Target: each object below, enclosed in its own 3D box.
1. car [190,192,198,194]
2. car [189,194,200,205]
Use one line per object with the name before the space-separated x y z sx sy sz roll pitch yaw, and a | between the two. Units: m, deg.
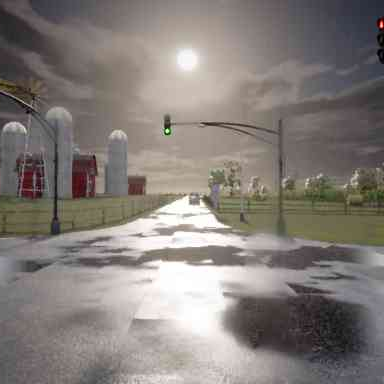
car | 0.518 1.100 70.665 2.150 2.045 5.566 0 0 0
car | 0.434 1.523 60.212 2.128 1.511 4.902 0 0 0
